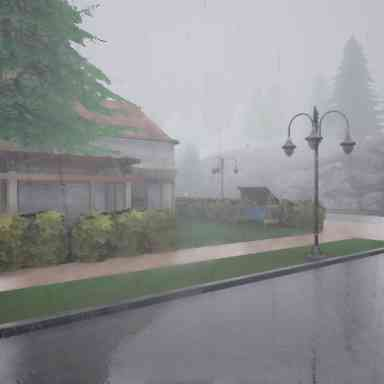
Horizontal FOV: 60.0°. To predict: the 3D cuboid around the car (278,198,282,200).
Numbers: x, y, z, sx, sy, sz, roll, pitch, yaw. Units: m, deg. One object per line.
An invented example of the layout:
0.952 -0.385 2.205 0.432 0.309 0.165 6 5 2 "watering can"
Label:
8.048 1.329 29.611 2.128 1.511 4.902 0 0 -35 "car"
